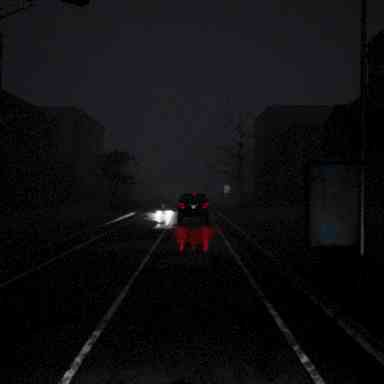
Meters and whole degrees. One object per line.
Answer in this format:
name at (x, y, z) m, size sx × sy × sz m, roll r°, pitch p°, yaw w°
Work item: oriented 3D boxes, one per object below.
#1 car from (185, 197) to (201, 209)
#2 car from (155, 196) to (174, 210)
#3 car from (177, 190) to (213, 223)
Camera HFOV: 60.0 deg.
car at (0.089, 1.350, 42.315) m, size 1.895 × 1.301 × 4.718 m, roll 0°, pitch 0°, yaw 0°
car at (-3.103, 1.266, 38.396) m, size 2.128 × 1.511 × 4.902 m, roll 0°, pitch 0°, yaw 0°
car at (0.095, 1.085, 24.514) m, size 2.150 × 2.045 × 5.566 m, roll 0°, pitch 0°, yaw 0°
